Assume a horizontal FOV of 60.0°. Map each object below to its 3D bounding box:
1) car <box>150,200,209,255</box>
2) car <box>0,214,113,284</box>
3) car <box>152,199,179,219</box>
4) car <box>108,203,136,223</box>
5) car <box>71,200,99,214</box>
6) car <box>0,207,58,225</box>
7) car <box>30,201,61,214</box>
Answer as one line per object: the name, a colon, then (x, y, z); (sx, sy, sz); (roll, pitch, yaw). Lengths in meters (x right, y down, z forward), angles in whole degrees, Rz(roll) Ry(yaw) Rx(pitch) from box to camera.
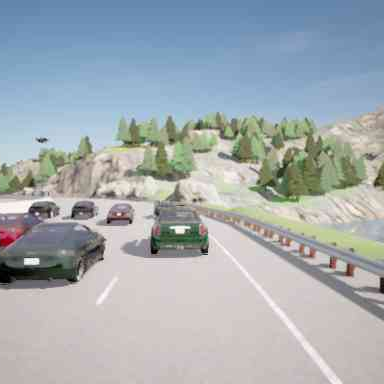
car: (-0.552, 1.354, 13.557); (2.097, 1.767, 4.553); (0, 0, -4)
car: (-3.800, 1.571, 9.682); (1.994, 1.385, 4.181); (0, 0, -3)
car: (-2.522, 1.496, 30.264); (2.128, 1.511, 4.902); (0, 0, -9)
car: (-5.283, 1.557, 25.094); (2.033, 1.411, 5.357); (0, 0, -7)
car: (-9.543, 1.522, 29.863); (1.837, 1.490, 4.892); (0, 0, -9)
car: (-7.631, 1.578, 14.444); (1.994, 1.385, 4.181); (0, 0, -4)
car: (-13.032, 1.529, 29.511); (1.837, 1.490, 4.892); (0, 0, -9)
